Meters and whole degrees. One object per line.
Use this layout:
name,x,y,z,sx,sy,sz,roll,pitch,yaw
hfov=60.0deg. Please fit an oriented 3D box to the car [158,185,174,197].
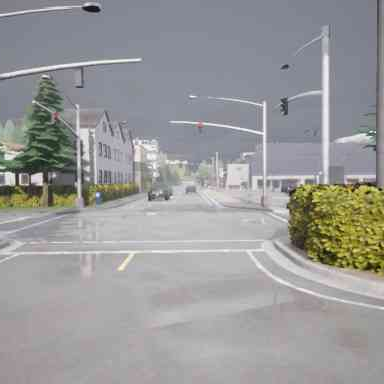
car,-3.748,-0.176,48.429,1.837,1.490,4.892,-1,2,0

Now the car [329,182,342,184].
car,25.289,-1.035,59.490,2.152,1.636,5.027,-1,2,0

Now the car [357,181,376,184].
car,19.005,-0.176,34.217,1.905,1.878,3.866,-1,2,0

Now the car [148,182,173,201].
car,-3.732,-0.110,38.269,2.150,2.045,5.566,-1,2,0

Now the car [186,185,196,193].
car,-0.188,-0.580,58.690,2.128,1.511,4.902,-1,2,0

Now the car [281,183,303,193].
car,15.252,-0.525,52.074,2.007,1.523,4.514,-1,2,0

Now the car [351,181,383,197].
car,22.247,-0.462,42.099,1.932,1.855,4.605,-1,2,0
